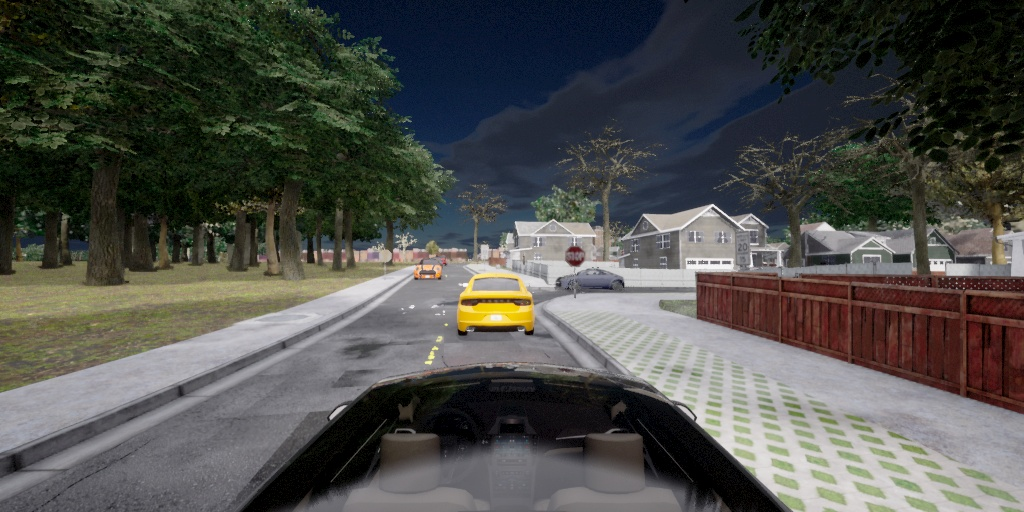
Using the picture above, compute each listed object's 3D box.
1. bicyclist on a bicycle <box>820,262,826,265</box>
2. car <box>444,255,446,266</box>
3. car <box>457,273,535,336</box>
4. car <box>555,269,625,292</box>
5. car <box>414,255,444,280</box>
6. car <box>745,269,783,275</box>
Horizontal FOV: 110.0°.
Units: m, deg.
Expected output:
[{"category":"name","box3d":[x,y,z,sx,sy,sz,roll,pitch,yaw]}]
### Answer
[{"category":"bicyclist on a bicycle","box3d":[15.825,1.106,18.012,0.582,1.620,1.656,1,-3,-10]},{"category":"car","box3d":[-10.629,0.928,49.610,2.097,1.767,4.553,0,0,-10]},{"category":"car","box3d":[-0.464,1.226,10.491,1.882,1.535,5.008,0,0,-3]},{"category":"car","box3d":[4.821,1.477,22.295,4.181,1.385,1.994,1,-3,-6]},{"category":"car","box3d":[-6.934,0.999,29.862,2.097,1.767,4.553,0,0,-11]},{"category":"car","box3d":[16.257,1.605,24.027,4.674,1.442,1.812,1,-3,-10]}]
